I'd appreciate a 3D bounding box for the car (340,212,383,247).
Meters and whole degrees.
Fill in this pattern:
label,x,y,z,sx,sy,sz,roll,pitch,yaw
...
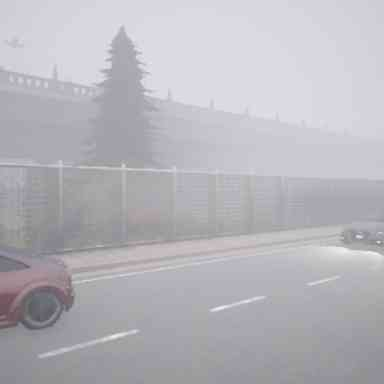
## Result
label,x,y,z,sx,sy,sz,roll,pitch,yaw
car,8.148,1.555,14.109,4.181,1.385,1.994,0,0,-35

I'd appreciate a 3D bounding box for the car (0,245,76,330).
label,x,y,z,sx,sy,sz,roll,pitch,yaw
car,-4.110,1.565,5.352,4.181,1.385,1.994,0,0,-35
